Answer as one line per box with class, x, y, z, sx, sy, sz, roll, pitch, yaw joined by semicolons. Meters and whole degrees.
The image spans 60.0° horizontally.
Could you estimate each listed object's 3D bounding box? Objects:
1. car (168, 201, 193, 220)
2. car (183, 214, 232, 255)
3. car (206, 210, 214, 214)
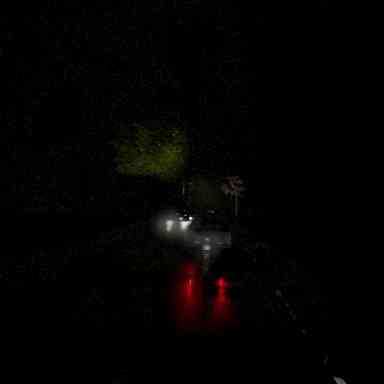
car;-1.425;2.132;38.684;2.150;2.045;5.566;2;-2;3
car;0.708;1.861;14.667;1.895;1.301;4.718;2;-2;3
car;4.932;5.675;90.203;1.994;1.385;4.181;2;-4;3
